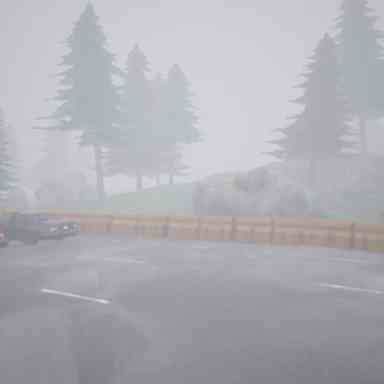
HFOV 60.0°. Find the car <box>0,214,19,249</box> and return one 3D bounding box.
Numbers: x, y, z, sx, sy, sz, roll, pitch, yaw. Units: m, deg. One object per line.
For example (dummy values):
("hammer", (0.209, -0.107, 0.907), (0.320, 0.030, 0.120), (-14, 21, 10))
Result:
("car", (-9.347, 1.631, 12.339), (5.357, 1.411, 2.033), (0, 0, 22))

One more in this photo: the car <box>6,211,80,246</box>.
("car", (-7.860, 1.612, 15.509), (5.357, 1.411, 2.033), (0, 0, 22))
